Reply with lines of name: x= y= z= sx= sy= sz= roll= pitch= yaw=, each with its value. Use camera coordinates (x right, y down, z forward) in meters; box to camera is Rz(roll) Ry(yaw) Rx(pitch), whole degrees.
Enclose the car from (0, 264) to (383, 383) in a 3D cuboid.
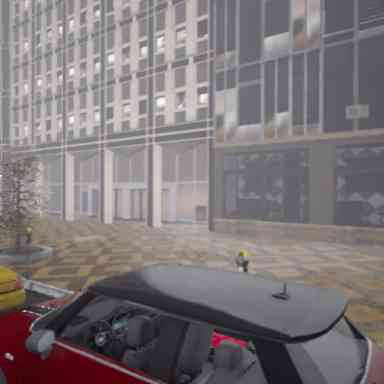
car: x=-0.391 y=1.447 z=3.144 sx=4.097 sy=1.590 sz=1.967 roll=0 pitch=0 yaw=36
